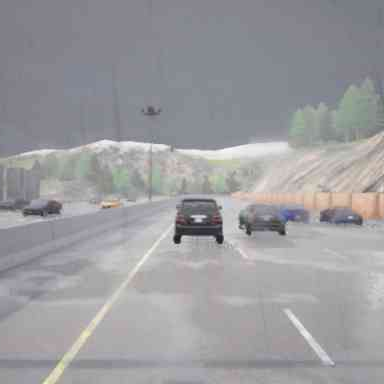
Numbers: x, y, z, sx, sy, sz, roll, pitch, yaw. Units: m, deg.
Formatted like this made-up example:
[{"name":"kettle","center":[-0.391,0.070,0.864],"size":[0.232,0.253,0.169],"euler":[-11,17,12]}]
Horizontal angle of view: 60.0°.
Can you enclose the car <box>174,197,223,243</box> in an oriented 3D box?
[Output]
[{"name":"car","center":[0.339,1.271,16.569],"size":[2.150,2.045,5.566],"euler":[0,0,1]}]

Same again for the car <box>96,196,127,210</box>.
[{"name":"car","center":[-9.667,1.488,40.345],"size":[1.882,1.535,5.008],"euler":[1,0,2]}]

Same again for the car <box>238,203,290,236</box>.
[{"name":"car","center":[3.936,1.443,19.442],"size":[2.097,1.767,4.553],"euler":[1,0,1]}]

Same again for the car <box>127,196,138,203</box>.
[{"name":"car","center":[-12.868,1.548,71.300],"size":[1.837,1.490,4.892],"euler":[1,0,0]}]

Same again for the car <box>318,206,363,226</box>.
[{"name":"car","center":[11.095,1.744,25.143],"size":[1.994,1.385,4.181],"euler":[1,0,2]}]

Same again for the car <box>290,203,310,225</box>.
[{"name":"car","center":[7.605,1.624,25.989],"size":[1.882,1.535,5.008],"euler":[1,0,2]}]

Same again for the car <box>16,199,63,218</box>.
[{"name":"car","center":[-13.431,1.423,30.157],"size":[1.882,1.535,5.008],"euler":[1,0,2]}]

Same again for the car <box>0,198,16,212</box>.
[{"name":"car","center":[-20.226,1.444,37.830],"size":[2.033,1.411,5.357],"euler":[1,0,2]}]

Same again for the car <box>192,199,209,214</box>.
[{"name":"car","center":[0.948,1.639,38.724],"size":[1.812,1.442,4.674],"euler":[1,0,1]}]

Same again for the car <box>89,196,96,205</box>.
[{"name":"car","center":[-16.461,1.482,57.841],"size":[2.128,1.511,4.902],"euler":[1,0,1]}]
